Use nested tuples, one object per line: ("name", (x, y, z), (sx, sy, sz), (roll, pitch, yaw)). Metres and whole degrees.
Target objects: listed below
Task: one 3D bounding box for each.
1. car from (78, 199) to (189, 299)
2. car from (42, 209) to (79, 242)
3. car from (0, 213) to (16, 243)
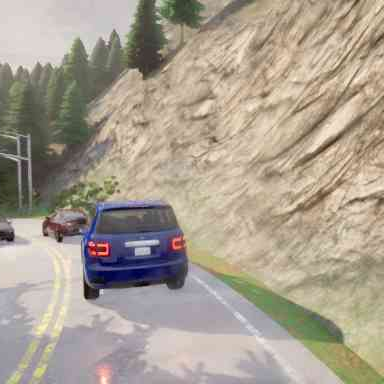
("car", (-1.785, 1.221, 8.823), (2.150, 2.045, 5.566), (-1, 0, -19))
("car", (-6.266, 1.593, 16.877), (1.812, 1.442, 4.674), (-3, 1, -35))
("car", (-10.334, 1.790, 16.877), (2.033, 1.411, 5.357), (-3, 1, -36))
